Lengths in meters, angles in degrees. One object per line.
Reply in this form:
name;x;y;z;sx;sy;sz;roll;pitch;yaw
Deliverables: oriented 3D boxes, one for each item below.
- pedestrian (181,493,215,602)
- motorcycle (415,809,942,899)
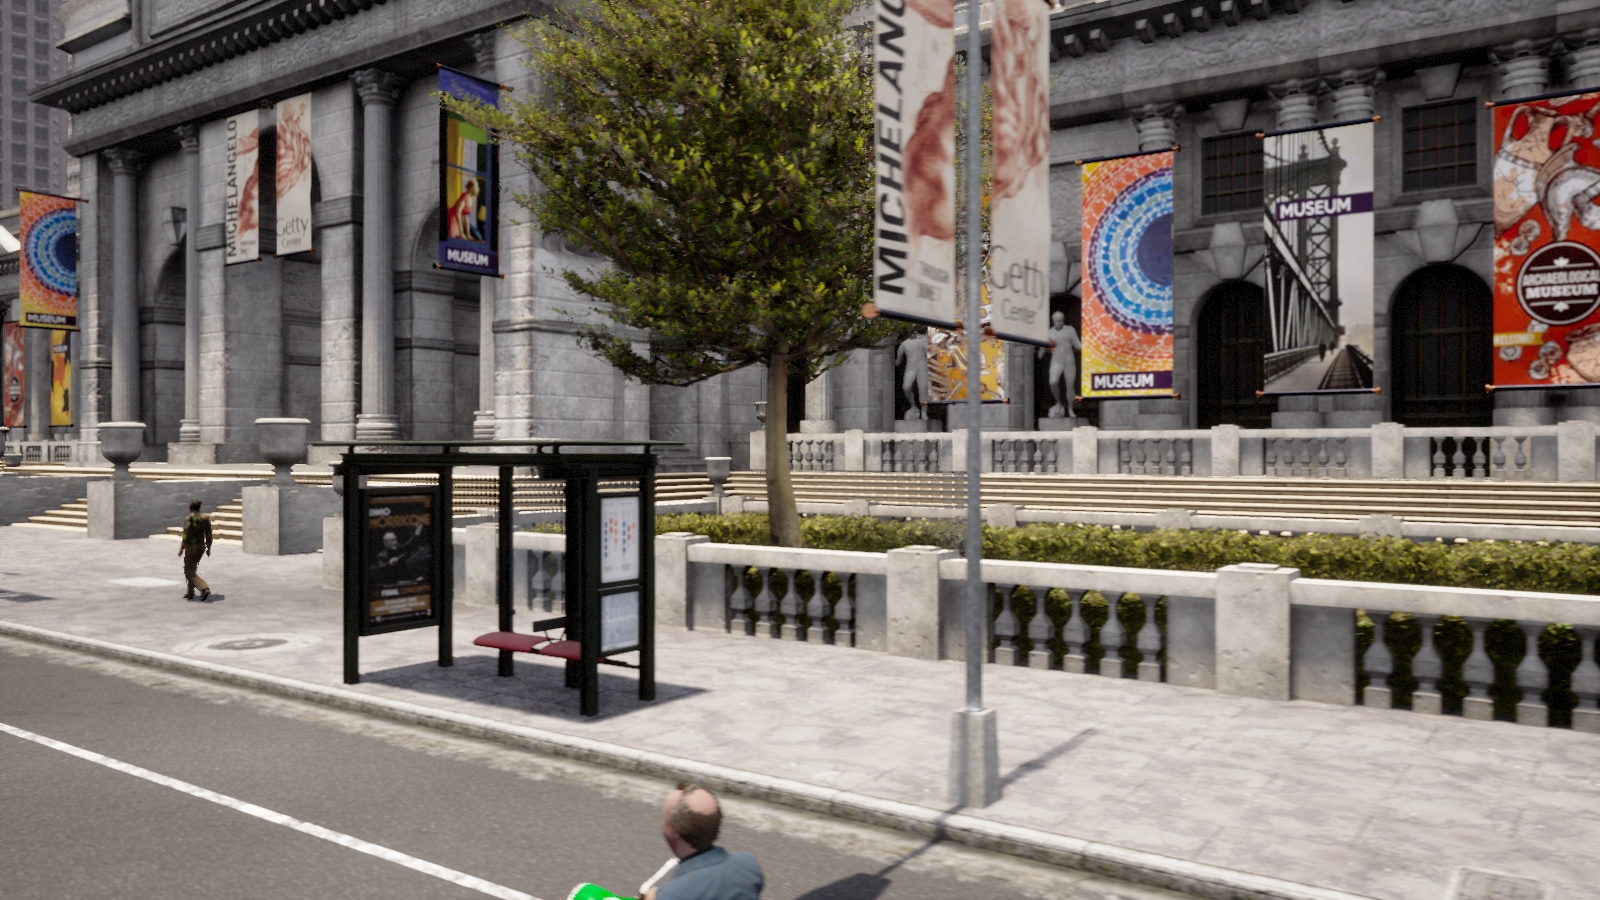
pedestrian;-10.499;1.696;19.939;0.375;1.860;0.375;0;0;28
motorcycle;-0.456;2.182;4.111;1.805;1.236;0.856;0;0;35
